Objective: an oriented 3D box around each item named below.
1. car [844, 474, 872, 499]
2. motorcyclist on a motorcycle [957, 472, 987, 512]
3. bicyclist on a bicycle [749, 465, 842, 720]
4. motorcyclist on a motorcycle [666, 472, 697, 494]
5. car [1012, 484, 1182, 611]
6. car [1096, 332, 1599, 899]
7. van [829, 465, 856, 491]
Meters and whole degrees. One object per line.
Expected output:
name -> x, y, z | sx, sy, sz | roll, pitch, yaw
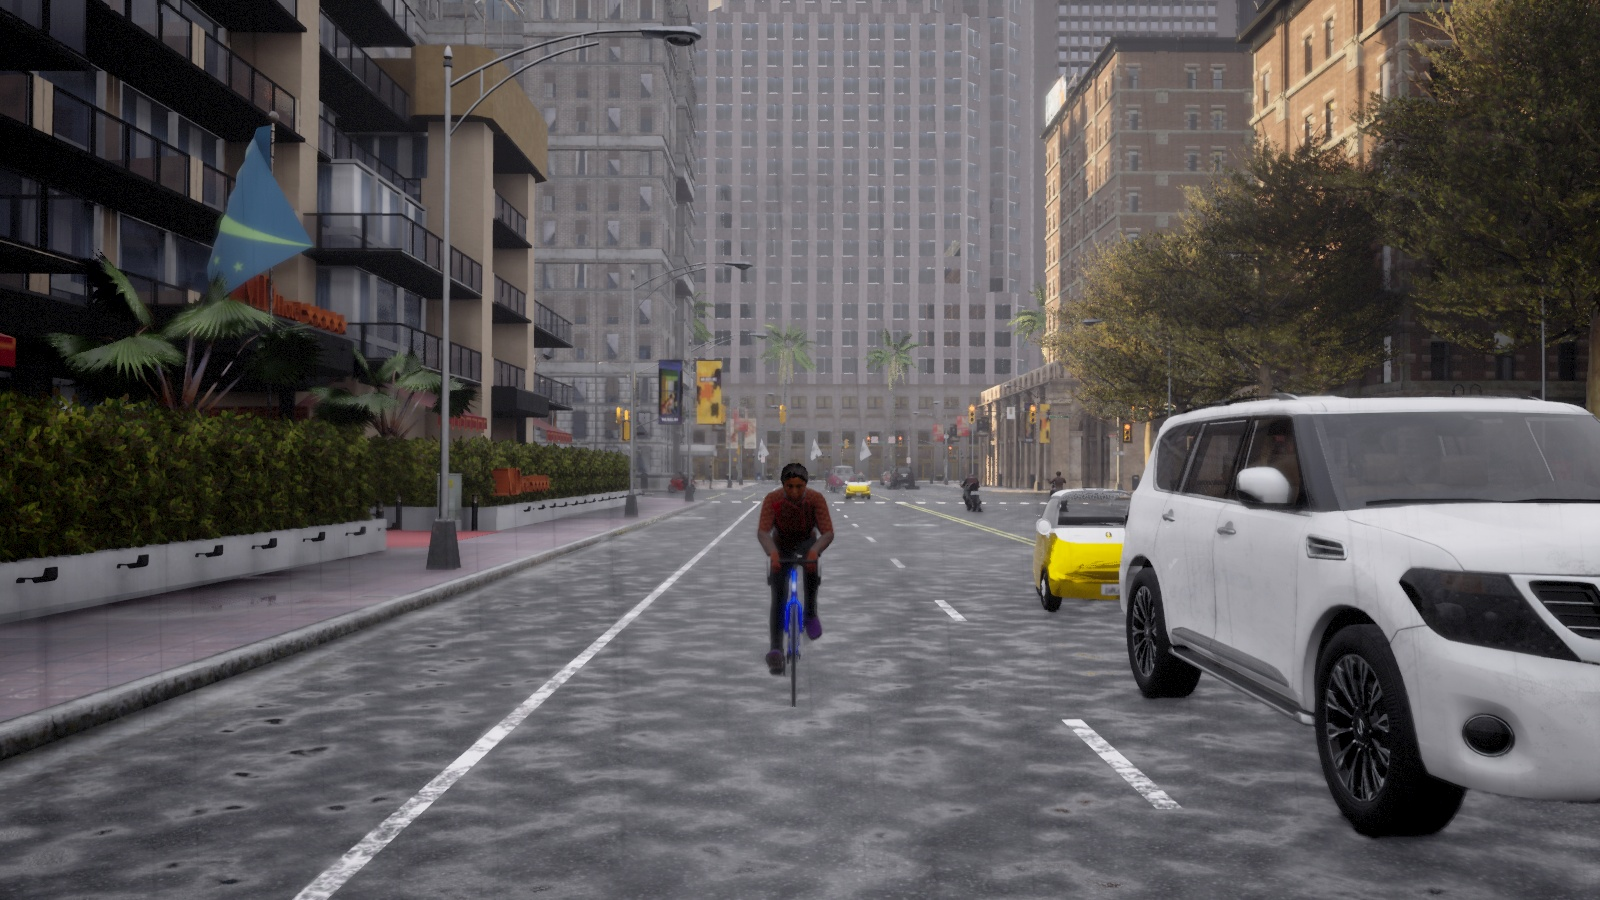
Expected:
car -> 3.246, 2.035, 70.350 | 1.481, 1.376, 2.207 | 0, -1, 0
motorcyclist on a motorcycle -> 6.820, 1.657, 49.830 | 0.866, 1.530, 2.191 | 0, -1, 0
bicyclist on a bicycle -> -0.034, 0.915, 8.808 | 0.582, 1.620, 1.656 | 0, -1, 0
motorcyclist on a motorcycle -> -8.206, 2.288, 86.958 | 2.044, 1.523, 0.797 | 1, -2, -22
car -> 3.445, 1.105, 14.898 | 1.481, 1.376, 2.207 | 0, -1, 0
car -> 3.470, 0.642, 7.276 | 2.150, 2.045, 5.566 | 0, -1, 0
van -> 3.304, 2.200, 98.260 | 1.775, 1.987, 4.442 | 0, -1, -3
